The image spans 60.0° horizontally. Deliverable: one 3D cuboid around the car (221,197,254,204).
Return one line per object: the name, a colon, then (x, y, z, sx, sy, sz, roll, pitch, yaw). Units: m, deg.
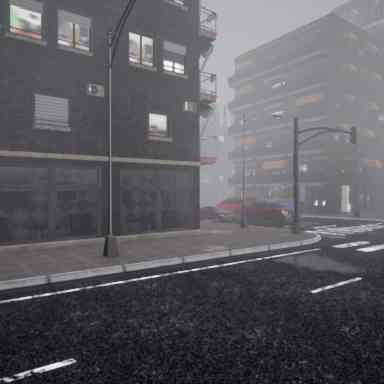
car: (4.520, 1.536, 34.800, 2.150, 2.045, 5.566, 0, -1, -36)

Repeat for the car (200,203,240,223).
car: (1.852, 1.874, 28.654, 1.802, 1.307, 4.206, -1, 0, -36)

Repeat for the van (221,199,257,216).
van: (5.297, 1.675, 38.079, 1.690, 1.788, 3.998, -1, 0, -36)

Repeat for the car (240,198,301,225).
car: (6.438, 1.580, 26.747, 2.097, 1.767, 4.553, 0, -1, -36)
